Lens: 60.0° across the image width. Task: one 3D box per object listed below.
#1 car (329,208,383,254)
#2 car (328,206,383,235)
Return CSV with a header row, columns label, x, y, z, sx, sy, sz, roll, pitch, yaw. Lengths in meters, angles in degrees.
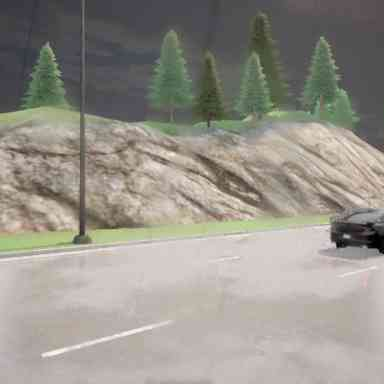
label,x,y,z,sx,sy,sz,roll,pitch,yaw
car,7.635,1.477,13.516,5.008,1.535,1.882,0,0,-36
car,10.295,1.600,19.726,4.718,1.301,1.895,0,0,-36
